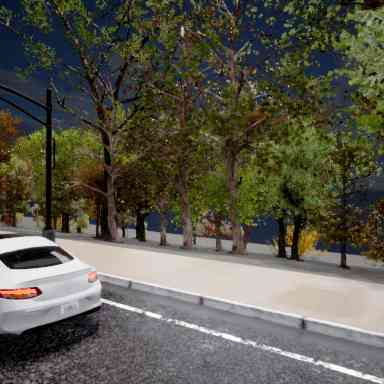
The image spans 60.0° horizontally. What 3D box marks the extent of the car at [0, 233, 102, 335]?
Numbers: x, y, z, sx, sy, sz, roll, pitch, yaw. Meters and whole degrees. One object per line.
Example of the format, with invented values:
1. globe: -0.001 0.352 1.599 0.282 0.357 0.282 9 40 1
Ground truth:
1. car: -3.624 1.525 6.273 4.674 1.442 1.812 0 0 37
